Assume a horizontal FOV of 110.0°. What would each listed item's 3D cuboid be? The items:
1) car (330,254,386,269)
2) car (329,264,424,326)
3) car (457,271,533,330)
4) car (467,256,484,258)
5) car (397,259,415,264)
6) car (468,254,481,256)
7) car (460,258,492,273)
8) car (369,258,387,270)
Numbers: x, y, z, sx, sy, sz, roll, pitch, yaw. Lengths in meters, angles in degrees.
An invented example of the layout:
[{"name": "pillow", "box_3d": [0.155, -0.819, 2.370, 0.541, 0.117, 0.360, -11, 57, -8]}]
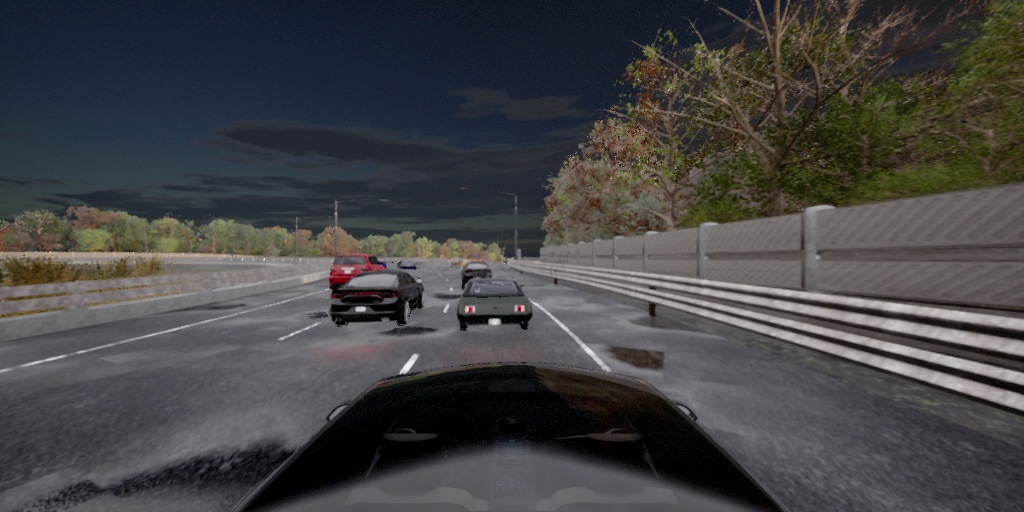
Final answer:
[{"name": "car", "box_3d": [-8.918, 0.896, 21.030, 2.150, 2.045, 5.566, 0, 0, -11]}, {"name": "car", "box_3d": [-4.069, 1.188, 11.576, 1.882, 1.535, 5.008, 0, 0, -5]}, {"name": "car", "box_3d": [-0.599, 1.305, 10.930, 1.895, 1.301, 4.718, 0, 0, -5]}, {"name": "car", "box_3d": [-4.137, 1.060, 36.643, 1.882, 1.535, 5.008, 0, 0, -7]}, {"name": "car", "box_3d": [-14.223, 1.114, 48.167, 1.994, 1.385, 4.181, 0, 0, -25]}, {"name": "car", "box_3d": [-4.933, 0.748, 47.939, 2.150, 2.045, 5.566, 0, 0, -2]}, {"name": "car", "box_3d": [-2.404, 1.120, 24.101, 1.882, 1.535, 5.008, 0, 1, -9]}, {"name": "car", "box_3d": [-18.001, 1.038, 48.027, 1.882, 1.535, 5.008, 0, 0, -25]}]
